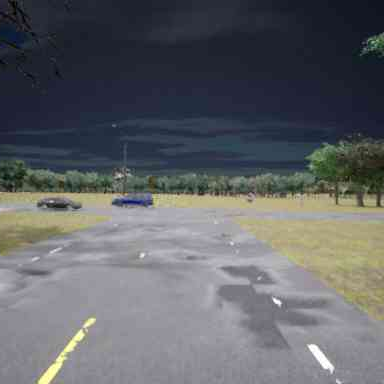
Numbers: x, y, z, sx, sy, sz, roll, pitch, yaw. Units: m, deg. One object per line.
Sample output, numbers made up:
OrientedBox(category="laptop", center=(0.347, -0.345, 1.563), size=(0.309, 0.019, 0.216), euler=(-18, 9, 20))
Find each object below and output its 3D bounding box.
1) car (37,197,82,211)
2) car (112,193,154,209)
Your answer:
OrientedBox(category="car", center=(-15.005, 1.346, 37.842), size=(4.892, 1.490, 1.837), euler=(2, 1, 0))
OrientedBox(category="car", center=(-7.857, 1.166, 44.821), size=(5.566, 2.045, 2.150), euler=(1, 1, 0))
